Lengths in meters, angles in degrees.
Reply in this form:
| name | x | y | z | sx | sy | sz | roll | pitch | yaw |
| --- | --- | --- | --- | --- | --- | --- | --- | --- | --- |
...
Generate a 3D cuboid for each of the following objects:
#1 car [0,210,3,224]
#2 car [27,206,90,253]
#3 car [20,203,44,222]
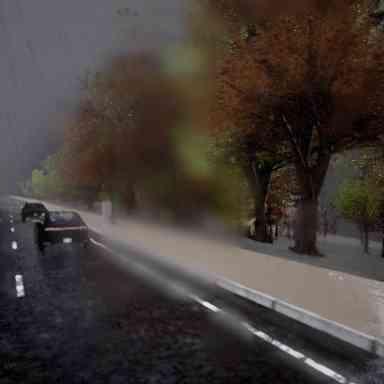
| name | x | y | z | sx | sy | sz | roll | pitch | yaw |
| --- | --- | --- | --- | --- | --- | --- | --- | --- | --- |
| car | -15.537 | 1.761 | 25.342 | 1.895 | 1.301 | 4.718 | 0 | 0 | -28 |
| car | -5.715 | 1.570 | 14.310 | 2.128 | 1.511 | 4.902 | 0 | 0 | -28 |
| car | -13.558 | 1.642 | 28.508 | 1.882 | 1.535 | 5.008 | 0 | 0 | -28 |
